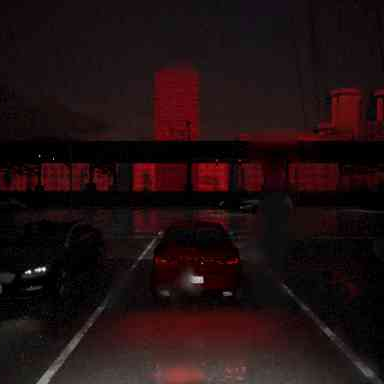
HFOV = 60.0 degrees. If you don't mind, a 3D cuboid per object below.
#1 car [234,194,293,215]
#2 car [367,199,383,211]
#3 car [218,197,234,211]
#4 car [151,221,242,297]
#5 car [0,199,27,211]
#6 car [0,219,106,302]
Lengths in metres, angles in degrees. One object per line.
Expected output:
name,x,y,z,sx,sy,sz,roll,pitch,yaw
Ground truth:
car,7.421,1.199,33.419,5.566,2.045,2.150,0,-1,-20
car,22.725,1.403,38.427,4.674,1.442,1.812,-1,0,1
car,5.268,1.338,38.897,4.553,1.767,2.097,0,0,2
car,0.095,1.478,8.637,1.882,1.535,5.008,0,0,0
car,-22.200,1.526,39.637,4.674,1.442,1.812,0,0,2
car,-3.593,1.491,8.455,2.128,1.511,4.902,0,0,0
